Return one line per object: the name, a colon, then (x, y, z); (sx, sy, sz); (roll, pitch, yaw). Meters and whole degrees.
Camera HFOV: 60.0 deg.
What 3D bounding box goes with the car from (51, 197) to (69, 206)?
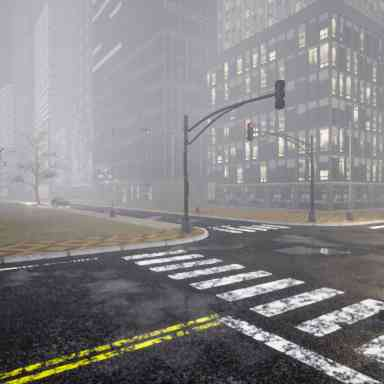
car: (-21.611, 1.553, 54.287); (2.033, 1.411, 5.357); (0, 0, -35)
